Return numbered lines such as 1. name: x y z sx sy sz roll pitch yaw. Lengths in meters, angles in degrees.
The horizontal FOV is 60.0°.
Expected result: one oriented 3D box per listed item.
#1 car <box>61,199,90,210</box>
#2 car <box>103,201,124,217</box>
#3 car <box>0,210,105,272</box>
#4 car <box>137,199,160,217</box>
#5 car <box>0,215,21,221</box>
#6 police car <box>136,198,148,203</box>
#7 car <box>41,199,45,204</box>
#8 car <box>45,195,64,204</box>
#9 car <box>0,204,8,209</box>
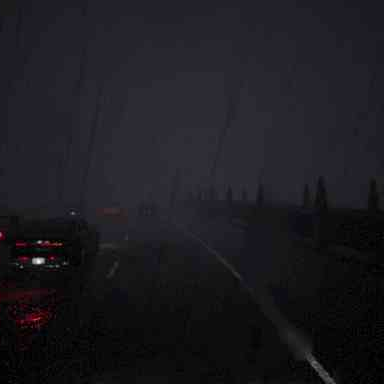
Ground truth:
1. car: -11.350 1.717 32.885 1.837 1.490 4.892 0 0 -10
2. car: -7.998 1.692 34.041 1.882 1.535 5.008 0 0 -10
3. car: -4.308 1.578 11.155 1.837 1.490 4.892 0 0 -7
4. car: -4.402 1.733 33.768 1.812 1.442 4.674 0 0 -10
5. car: -8.331 1.703 15.033 1.895 1.301 4.718 0 0 -8
6. police car: -6.772 1.713 46.803 1.930 1.638 5.238 0 0 -10
7. car: -33.444 2.034 77.332 2.033 1.411 5.357 0 0 -10
8. car: -28.697 1.683 70.514 2.150 2.045 5.566 0 0 -10
9. car: -18.230 1.809 30.471 1.895 1.301 4.718 0 0 -10
